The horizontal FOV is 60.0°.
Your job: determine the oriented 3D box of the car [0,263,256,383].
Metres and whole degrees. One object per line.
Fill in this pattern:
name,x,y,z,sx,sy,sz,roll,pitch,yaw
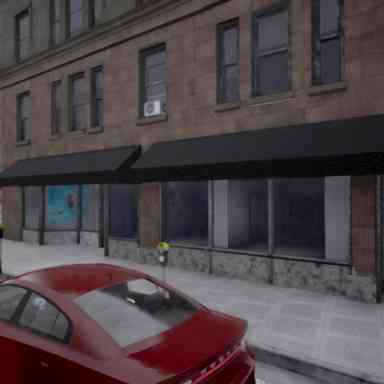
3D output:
car,-1.497,1.544,3.933,4.507,1.381,1.887,0,0,36
